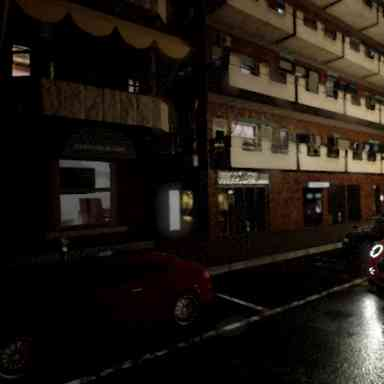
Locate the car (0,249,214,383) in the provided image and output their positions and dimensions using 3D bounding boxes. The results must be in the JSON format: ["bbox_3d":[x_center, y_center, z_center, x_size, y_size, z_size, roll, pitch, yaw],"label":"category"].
[{"bbox_3d":[-1.506,1.662,5.492,4.206,1.307,1.802,0,-1,-38],"label":"car"}]

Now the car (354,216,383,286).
[{"bbox_3d":[6.273,1.348,8.307,4.553,1.767,2.097,0,-1,-38],"label":"car"}]

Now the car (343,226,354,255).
[{"bbox_3d":[7.298,1.572,12.422,4.403,1.369,2.008,0,-1,-38],"label":"car"}]
